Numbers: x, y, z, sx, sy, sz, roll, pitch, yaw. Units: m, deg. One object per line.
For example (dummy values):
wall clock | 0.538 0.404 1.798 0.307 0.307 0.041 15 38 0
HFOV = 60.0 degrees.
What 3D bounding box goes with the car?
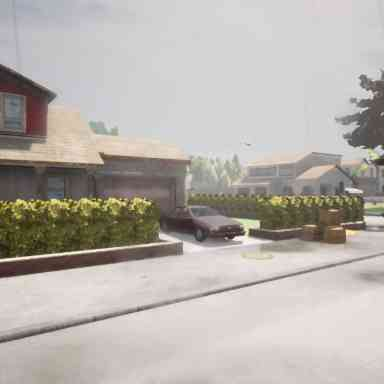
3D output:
car | 0.116 1.356 15.491 2.033 1.415 5.357 0 0 -33
